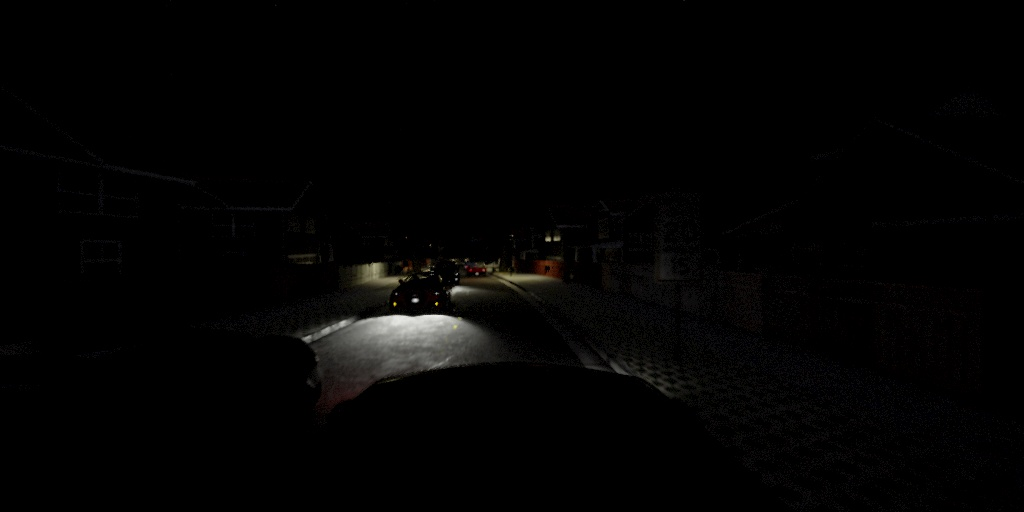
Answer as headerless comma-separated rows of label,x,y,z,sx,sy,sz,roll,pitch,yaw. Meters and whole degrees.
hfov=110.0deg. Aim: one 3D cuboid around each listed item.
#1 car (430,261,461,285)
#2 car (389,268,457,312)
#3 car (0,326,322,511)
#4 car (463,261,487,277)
car,-4.860,1.153,26.220,2.097,1.767,4.553,0,0,-8
car,-3.495,1.346,14.368,1.994,1.385,4.181,0,0,-5
car,-2.969,1.287,2.162,1.812,1.442,4.674,0,0,0
car,-3.668,1.396,36.236,1.895,1.301,4.718,0,0,-9
